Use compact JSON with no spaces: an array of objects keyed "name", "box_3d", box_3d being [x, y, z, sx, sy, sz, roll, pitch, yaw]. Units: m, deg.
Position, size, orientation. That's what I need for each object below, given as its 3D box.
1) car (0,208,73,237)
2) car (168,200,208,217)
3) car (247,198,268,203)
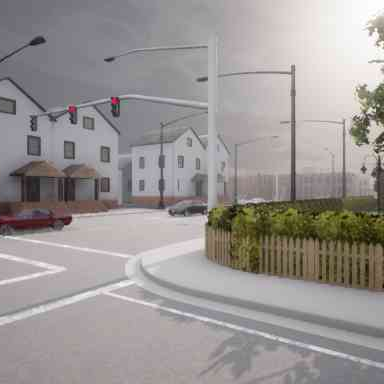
[{"name":"car","box_3d":[-9.183,1.602,18.512,1.895,1.301,4.718,0,0,35]},{"name":"car","box_3d":[-0.313,1.505,31.358,1.837,1.490,4.892,0,0,35]},{"name":"car","box_3d":[8.691,1.526,44.354,1.812,1.442,4.674,0,0,35]}]
